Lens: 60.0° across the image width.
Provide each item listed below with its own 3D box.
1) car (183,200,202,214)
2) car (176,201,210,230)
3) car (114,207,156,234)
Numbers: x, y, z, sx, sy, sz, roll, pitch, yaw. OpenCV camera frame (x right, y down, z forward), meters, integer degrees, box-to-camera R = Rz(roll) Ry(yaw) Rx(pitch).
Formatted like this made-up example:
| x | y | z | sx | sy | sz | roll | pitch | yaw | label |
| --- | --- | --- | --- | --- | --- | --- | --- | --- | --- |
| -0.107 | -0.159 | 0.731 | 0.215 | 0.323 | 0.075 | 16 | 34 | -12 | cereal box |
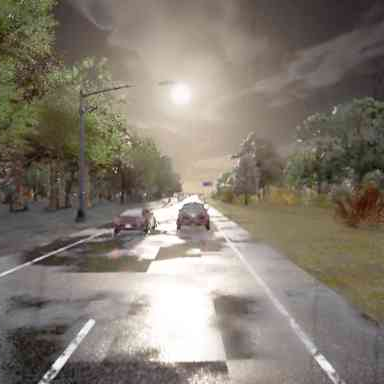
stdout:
| x | y | z | sx | sy | sz | roll | pitch | yaw | label |
| --- | --- | --- | --- | --- | --- | --- | --- | --- | --- |
| 0.049 | 1.728 | 39.064 | 2.033 | 1.411 | 5.357 | 0 | 0 | 0 | car |
| 0.080 | 1.455 | 22.171 | 2.097 | 1.767 | 4.553 | 0 | 0 | 0 | car |
| -3.279 | 1.615 | 19.610 | 1.812 | 1.442 | 4.674 | 0 | 0 | 1 | car |
